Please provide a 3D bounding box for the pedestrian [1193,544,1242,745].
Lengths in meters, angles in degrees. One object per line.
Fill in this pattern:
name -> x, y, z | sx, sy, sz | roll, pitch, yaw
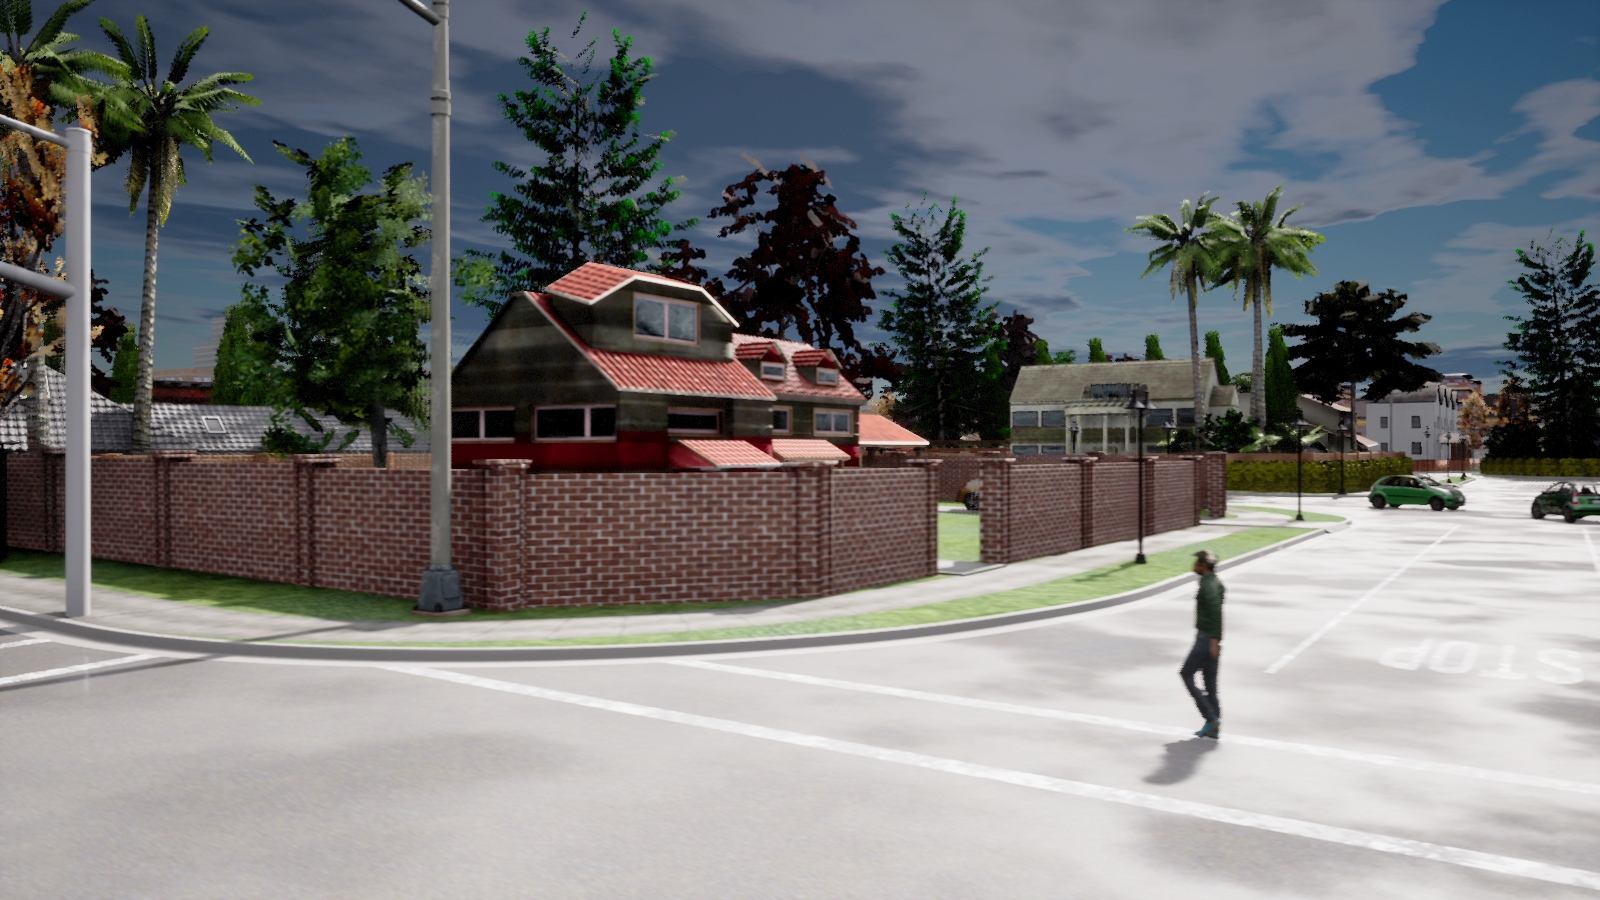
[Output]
pedestrian -> 4.050, 1.865, 11.080 | 0.375, 1.860, 0.375 | 0, 0, 33

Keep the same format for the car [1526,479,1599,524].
car -> 31.234, 2.048, 46.177 | 1.851, 1.617, 3.988 | 0, 0, 10

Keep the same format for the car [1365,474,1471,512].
car -> 29.091, 1.994, 53.894 | 1.851, 1.617, 3.988 | 0, 0, -35
